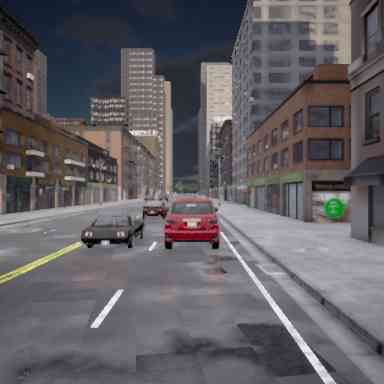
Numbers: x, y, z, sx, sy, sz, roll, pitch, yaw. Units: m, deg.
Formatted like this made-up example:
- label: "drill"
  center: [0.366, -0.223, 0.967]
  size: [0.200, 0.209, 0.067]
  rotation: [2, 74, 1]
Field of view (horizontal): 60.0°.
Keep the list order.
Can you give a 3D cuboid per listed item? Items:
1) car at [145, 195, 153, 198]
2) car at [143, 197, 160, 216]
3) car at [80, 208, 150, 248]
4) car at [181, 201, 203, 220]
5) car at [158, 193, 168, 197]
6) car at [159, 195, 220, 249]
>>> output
- label: "car"
  center: [-9.750, 1.466, 75.912]
  size: [1.837, 1.490, 4.892]
  rotation: [0, 0, 0]
- label: "car"
  center: [-3.250, 1.492, 29.650]
  size: [1.882, 1.535, 5.008]
  rotation: [0, 0, 0]
- label: "car"
  center: [-3.249, 1.619, 14.680]
  size: [1.895, 1.301, 4.718]
  rotation: [0, 0, 0]
- label: "car"
  center: [0.000, 1.540, 29.650]
  size: [1.812, 1.442, 4.674]
  rotation: [0, 0, 0]
- label: "car"
  center: [-6.500, 1.191, 75.882]
  size: [2.150, 2.045, 5.566]
  rotation: [0, 0, 0]
- label: "car"
  center: [0.000, 1.261, 14.680]
  size: [2.150, 2.045, 5.566]
  rotation: [0, 0, 0]
